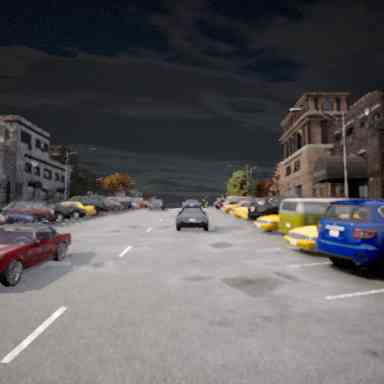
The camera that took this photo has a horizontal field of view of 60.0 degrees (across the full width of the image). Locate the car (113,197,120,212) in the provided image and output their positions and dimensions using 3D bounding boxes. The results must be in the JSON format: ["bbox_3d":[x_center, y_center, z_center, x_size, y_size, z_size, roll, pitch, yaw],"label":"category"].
[{"bbox_3d":[-11.532,1.748,39.773,4.892,1.521,2.231,0,-1,-20],"label":"car"}]

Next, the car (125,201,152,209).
[{"bbox_3d":[-11.538,2.842,71.929,5.366,1.575,1.946,0,-4,-19],"label":"car"}]

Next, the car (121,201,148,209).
[{"bbox_3d":[-11.426,2.522,66.154,5.008,1.535,2.097,0,-3,-20],"label":"car"}]

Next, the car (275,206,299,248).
[{"bbox_3d":[6.175,1.506,12.930,5.366,1.575,1.946,1,0,-20],"label":"car"}]

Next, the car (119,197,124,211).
[{"bbox_3d":[-11.504,1.678,42.714,4.553,1.767,2.185,0,-1,-20],"label":"car"}]

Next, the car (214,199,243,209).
[{"bbox_3d":[6.370,2.069,57.898,4.553,1.767,2.185,1,-2,-20],"label":"car"}]

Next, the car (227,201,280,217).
[{"bbox_3d":[6.248,1.687,33.933,4.792,1.488,2.163,1,-1,-20],"label":"car"}]

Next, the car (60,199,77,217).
[{"bbox_3d":[-11.514,1.547,25.105,5.008,1.535,2.097,-1,0,-20],"label":"car"}]

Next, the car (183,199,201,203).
[{"bbox_3d":[-0.018,1.588,38.412,2.097,1.767,4.553,0,-1,0],"label":"car"}]

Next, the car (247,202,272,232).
[{"bbox_3d":[6.141,1.519,18.923,5.366,1.575,1.946,1,0,-20],"label":"car"}]

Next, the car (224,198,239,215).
[{"bbox_3d":[6.106,1.611,30.892,5.366,1.575,1.946,1,-1,-20],"label":"car"}]

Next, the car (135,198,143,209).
[{"bbox_3d":[-11.483,2.222,57.376,4.674,1.452,2.002,0,-2,-20],"label":"car"}]

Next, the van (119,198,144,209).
[{"bbox_3d":[-11.555,2.164,63.197,4.442,1.987,1.878,0,-2,-20],"label":"van"}]

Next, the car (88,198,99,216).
[{"bbox_3d":[-11.709,1.607,30.909,5.366,1.575,1.946,-1,0,-20],"label":"car"}]

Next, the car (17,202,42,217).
[{"bbox_3d":[-11.502,1.550,19.242,4.674,1.452,2.002,-1,0,-20],"label":"car"}]

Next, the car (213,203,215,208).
[{"bbox_3d":[6.335,2.053,51.913,4.792,1.488,2.163,1,-2,-20],"label":"car"}]

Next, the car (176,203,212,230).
[{"bbox_3d":[0.013,1.604,21.308,1.994,1.385,4.181,0,0,0],"label":"car"}]

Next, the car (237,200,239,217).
[{"bbox_3d":[6.468,1.558,25.036,5.366,1.575,1.946,1,-1,-20],"label":"car"}]

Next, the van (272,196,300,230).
[{"bbox_3d":[6.443,1.292,16.036,4.442,1.987,1.878,1,0,-20],"label":"van"}]

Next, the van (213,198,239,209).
[{"bbox_3d":[6.246,2.065,60.843,4.442,1.987,1.878,1,-2,-20],"label":"van"}]

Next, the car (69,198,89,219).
[{"bbox_3d":[-11.535,1.576,28.037,5.008,1.535,2.097,-1,-1,-20],"label":"car"}]

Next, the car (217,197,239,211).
[{"bbox_3d":[6.103,1.748,39.864,5.366,1.575,1.946,1,-1,-20],"label":"car"}]

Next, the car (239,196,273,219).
[{"bbox_3d":[6.330,1.288,21.994,5.566,2.045,2.435,1,-1,-20],"label":"car"}]

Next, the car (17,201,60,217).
[{"bbox_3d":[-11.482,1.400,22.175,4.553,1.767,2.185,-1,0,-20],"label":"car"}]

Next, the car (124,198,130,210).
[{"bbox_3d":[-11.500,1.898,45.654,4.792,1.488,2.163,0,-2,-20],"label":"car"}]

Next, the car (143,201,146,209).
[{"bbox_3d":[-11.434,2.307,60.308,4.792,1.488,2.163,0,-2,-20],"label":"car"}]

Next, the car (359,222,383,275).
[{"bbox_3d":[6.368,1.507,6.997,4.892,1.521,2.231,1,0,-20],"label":"car"}]

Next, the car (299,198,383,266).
[{"bbox_3d":[6.394,1.258,10.013,5.566,2.045,2.435,1,0,-20],"label":"car"}]

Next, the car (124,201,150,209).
[{"bbox_3d":[-11.399,2.675,69.077,4.892,1.521,2.231,0,-3,-20],"label":"car"}]

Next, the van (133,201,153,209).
[{"bbox_3d":[-11.414,3.024,77.808,4.442,1.987,1.878,1,-4,-19],"label":"van"}]

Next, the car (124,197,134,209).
[{"bbox_3d":[-11.525,1.937,48.571,5.008,1.535,2.097,0,-2,-20],"label":"car"}]

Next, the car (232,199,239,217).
[{"bbox_3d":[6.458,1.586,28.028,5.366,1.575,1.946,1,-1,-20],"label":"car"}]

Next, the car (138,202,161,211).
[{"bbox_3d":[-11.167,3.759,86.621,5.566,2.045,2.435,1,-6,-19],"label":"car"}]

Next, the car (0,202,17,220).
[{"bbox_3d":[-11.454,1.374,16.309,4.553,1.767,2.185,-1,0,-20],"label":"car"}]

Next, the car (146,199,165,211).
[{"bbox_3d":[-5.173,1.835,49.652,2.097,1.767,4.553,0,-1,0],"label":"car"}]

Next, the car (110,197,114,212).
[{"bbox_3d":[-11.533,1.694,36.836,4.892,1.521,2.231,-1,-1,-20],"label":"car"}]

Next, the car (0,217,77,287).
[{"bbox_3d":[-5.118,1.614,9.466,1.895,1.301,4.718,0,0,0],"label":"car"}]

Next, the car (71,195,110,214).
[{"bbox_3d":[-11.568,1.399,33.893,5.566,2.045,2.435,-1,-1,-20],"label":"car"}]
